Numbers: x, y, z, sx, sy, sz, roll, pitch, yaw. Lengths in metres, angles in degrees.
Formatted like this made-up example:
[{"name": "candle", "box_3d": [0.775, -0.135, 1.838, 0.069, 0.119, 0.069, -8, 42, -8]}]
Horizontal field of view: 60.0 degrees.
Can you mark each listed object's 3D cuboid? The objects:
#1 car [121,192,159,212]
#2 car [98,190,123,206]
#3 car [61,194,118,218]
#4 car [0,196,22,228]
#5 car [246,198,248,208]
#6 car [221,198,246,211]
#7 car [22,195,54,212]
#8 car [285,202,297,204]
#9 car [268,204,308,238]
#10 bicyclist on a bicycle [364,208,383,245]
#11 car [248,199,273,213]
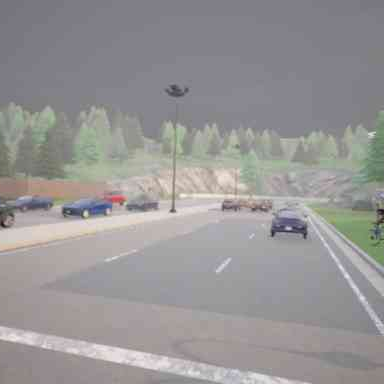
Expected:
[{"name": "car", "box_3d": [-5.236, 1.097, 35.670, 2.097, 1.767, 4.553, 2, 0, 17]}, {"name": "car", "box_3d": [-10.518, 0.776, 42.327, 2.150, 2.045, 5.566, 2, 0, 17]}, {"name": "car", "box_3d": [-8.133, 1.150, 26.135, 1.882, 1.535, 5.008, 2, 0, 17]}, {"name": "car", "box_3d": [-11.105, 0.951, 16.298, 2.097, 1.767, 4.553, 2, 0, 17]}, {"name": "car", "box_3d": [7.856, 1.610, 51.070, 1.882, 1.535, 5.008, 2, 0, 17]}, {"name": "car", "box_3d": [4.928, 1.552, 41.198, 2.128, 1.511, 4.902, 2, 0, 17]}, {"name": "car", "box_3d": [-14.372, 0.986, 29.662, 1.812, 1.442, 4.674, 2, 0, 17]}, {"name": "car", "box_3d": [12.511, 1.906, 41.956, 1.895, 1.301, 4.718, 2, 0, 17]}, {"name": "car", "box_3d": [5.497, 1.659, 18.780, 1.812, 1.442, 4.674, 2, 0, 17]}, {"name": "bicyclist on a bicycle", "box_3d": [8.297, 1.535, 14.280, 1.656, 1.620, 0.582, 2, 0, 17]}, {"name": "car", "box_3d": [8.318, 1.774, 40.333, 1.895, 1.301, 4.718, 2, 0, 17]}]
